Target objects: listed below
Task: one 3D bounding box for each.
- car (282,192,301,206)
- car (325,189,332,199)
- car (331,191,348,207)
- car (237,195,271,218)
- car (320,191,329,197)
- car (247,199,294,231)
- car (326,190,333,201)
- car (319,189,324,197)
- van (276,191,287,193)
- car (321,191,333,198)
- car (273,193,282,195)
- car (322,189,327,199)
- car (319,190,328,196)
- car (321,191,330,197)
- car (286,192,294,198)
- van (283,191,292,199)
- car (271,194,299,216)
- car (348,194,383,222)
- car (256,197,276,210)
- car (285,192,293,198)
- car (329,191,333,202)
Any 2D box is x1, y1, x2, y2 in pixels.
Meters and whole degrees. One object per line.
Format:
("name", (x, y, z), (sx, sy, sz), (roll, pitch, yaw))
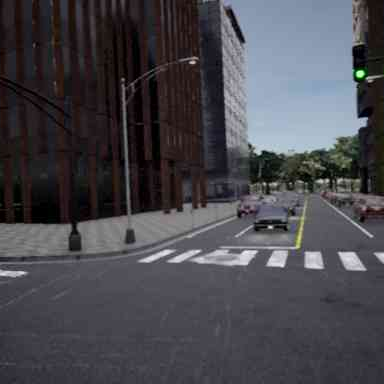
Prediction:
("car", (12.812, 1.111, 42.594), (1.837, 1.490, 4.892), (-3, 0, 20))
("car", (22.377, 0.741, 52.360), (1.752, 1.417, 4.829), (-3, 0, 19))
("car", (16.935, 0.939, 36.803), (2.008, 1.369, 4.403), (-3, 0, 19))
("car", (5.295, 1.202, 29.356), (2.192, 1.841, 5.009), (-3, 0, 19))
("car", (33.095, 0.427, 82.993), (1.887, 1.381, 4.507), (-3, 0, 19))
("car", (4.747, 1.415, 19.735), (2.033, 1.411, 5.357), (-3, 0, 16))
("car", (20.526, 0.819, 47.067), (1.887, 1.381, 4.507), (-3, 0, 19))
("car", (27.697, 0.363, 67.597), (2.192, 1.841, 5.009), (-3, 0, 19))
("van", (14.274, 0.942, 55.017), (1.690, 1.788, 3.998), (-3, 0, 19))
("car", (29.504, 0.543, 72.728), (2.008, 1.369, 4.403), (-3, 0, 19))
("car", (10.636, 1.241, 44.591), (1.752, 1.417, 4.829), (-3, 0, 19))
("car", (25.968, 0.628, 62.624), (1.752, 1.417, 4.829), (-3, 0, 19))
("car", (34.886, 0.268, 88.125), (1.967, 1.590, 4.097), (-3, 0, 19))
("car", (31.355, 0.461, 78.021), (1.752, 1.417, 4.829), (-3, 0, 19))
("car", (26.855, 0.777, 90.941), (1.947, 1.339, 4.313), (-3, 0, 19))
("van", (23.253, 0.662, 80.678), (1.690, 1.788, 3.998), (-3, 0, 19))
("car", (8.198, 1.260, 29.481), (1.837, 1.490, 4.892), (-3, 0, 20))
("car", (11.543, 1.002, 21.407), (1.967, 1.590, 4.097), (-3, 0, 19))
("car", (8.899, 1.354, 39.619), (1.802, 1.307, 4.206), (-3, 0, 19))
("car", (25.001, 0.792, 85.649), (1.752, 1.417, 4.829), (-3, 0, 19))
("car", (18.730, 0.876, 41.935), (1.887, 1.381, 4.507), (-3, 0, 19))
